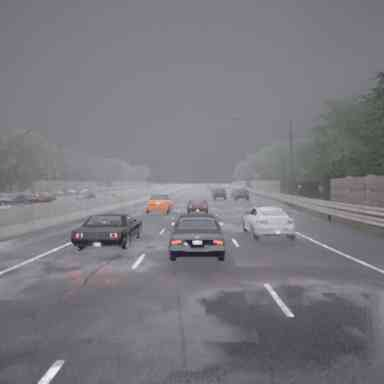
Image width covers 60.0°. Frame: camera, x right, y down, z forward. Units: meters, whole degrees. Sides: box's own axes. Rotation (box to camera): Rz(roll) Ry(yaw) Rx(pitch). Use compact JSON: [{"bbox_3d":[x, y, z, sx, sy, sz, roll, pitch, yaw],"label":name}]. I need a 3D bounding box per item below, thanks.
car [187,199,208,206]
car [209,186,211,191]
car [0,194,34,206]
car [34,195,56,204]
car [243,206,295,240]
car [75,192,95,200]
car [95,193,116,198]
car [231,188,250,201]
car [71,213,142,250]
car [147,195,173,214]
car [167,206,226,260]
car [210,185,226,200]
[{"bbox_3d":[0.548,1.266,30.870,1.895,1.301,4.718,0,1,2],"label":"car"},{"bbox_3d":[5.514,-0.042,78.344,1.837,1.490,4.892,0,2,2],"label":"car"},{"bbox_3d":[-23.064,0.999,43.112,2.033,1.411,5.357,0,1,-1],"label":"car"},{"bbox_3d":[-20.132,1.014,44.723,1.895,1.301,4.718,0,1,2],"label":"car"},{"bbox_3d":[3.636,1.415,16.187,1.812,1.442,4.674,0,1,1],"label":"car"},{"bbox_3d":[-16.465,0.744,51.531,2.128,1.511,4.902,0,1,2],"label":"car"},{"bbox_3d":[-12.971,0.814,51.448,1.994,1.385,4.181,0,1,2],"label":"car"},{"bbox_3d":[8.063,0.390,53.892,2.150,2.045,5.566,0,2,4],"label":"car"},{"bbox_3d":[-3.294,1.524,13.868,1.895,1.301,4.718,0,1,1],"label":"car"},{"bbox_3d":[-2.936,1.012,31.300,2.097,1.767,4.553,0,1,2],"label":"car"},{"bbox_3d":[0.183,1.488,12.137,2.033,1.411,5.357,0,1,1],"label":"car"},{"bbox_3d":[4.860,0.261,58.899,2.150,2.045,5.566,0,2,2],"label":"car"}]
